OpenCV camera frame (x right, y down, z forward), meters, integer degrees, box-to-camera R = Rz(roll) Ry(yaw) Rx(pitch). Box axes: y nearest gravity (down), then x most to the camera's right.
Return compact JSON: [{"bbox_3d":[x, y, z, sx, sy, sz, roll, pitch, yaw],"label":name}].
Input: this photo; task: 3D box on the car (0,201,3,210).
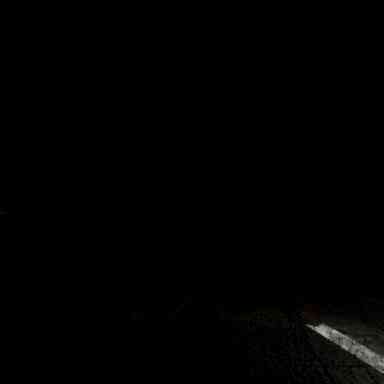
[{"bbox_3d":[-29.425,1.820,48.870,2.097,1.767,4.553,1,-1,-18],"label":"car"}]
